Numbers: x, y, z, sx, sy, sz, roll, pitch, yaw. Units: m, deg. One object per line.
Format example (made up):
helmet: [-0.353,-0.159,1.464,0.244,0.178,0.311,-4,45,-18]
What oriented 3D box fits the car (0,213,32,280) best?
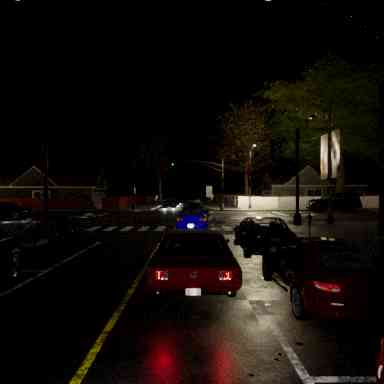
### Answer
car: [-5.395,1.440,6.966,1.967,1.590,4.097,0,0,0]

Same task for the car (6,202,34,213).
car: [-16.276,1.594,28.767,4.892,1.490,1.837,0,0,-1]

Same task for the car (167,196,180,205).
car: [-3.216,1.523,58.780,2.128,1.511,4.902,0,0,0]

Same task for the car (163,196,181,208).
car: [-3.191,1.568,48.817,2.033,1.411,5.357,0,0,0]

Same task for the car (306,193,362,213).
car: [15.138,1.122,35.492,5.566,2.045,2.150,0,0,0]

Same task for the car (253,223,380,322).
car: [2.630,1.582,6.981,1.802,1.307,4.206,0,0,0]

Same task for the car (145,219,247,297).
car: [0.043,1.601,8.511,1.895,1.301,4.718,0,0,0]

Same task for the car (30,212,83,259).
car: [-5.404,1.582,12.485,1.802,1.307,4.206,0,0,0]

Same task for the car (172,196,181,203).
car: [-3.184,1.550,69.144,1.837,1.490,4.892,0,0,0]

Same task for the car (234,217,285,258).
car: [2.621,1.566,12.499,1.947,1.339,4.313,0,0,0]

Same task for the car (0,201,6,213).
car: [-17.431,1.603,25.527,4.892,1.490,1.837,0,0,3]

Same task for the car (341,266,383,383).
car: [2.640,1.545,1.463,1.887,1.381,4.507,0,0,0]

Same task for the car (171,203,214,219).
car: [0.232,1.526,19.090,1.812,1.442,4.674,0,0,7]
